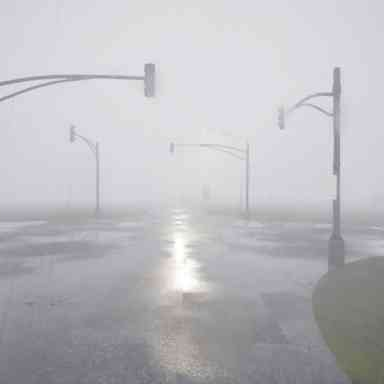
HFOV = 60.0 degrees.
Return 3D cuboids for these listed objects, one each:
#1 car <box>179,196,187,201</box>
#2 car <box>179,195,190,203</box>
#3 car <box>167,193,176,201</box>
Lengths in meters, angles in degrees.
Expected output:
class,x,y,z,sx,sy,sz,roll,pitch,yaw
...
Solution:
class,x,y,z,sx,sy,sz,roll,pitch,yaw
car,-2.159,1.559,79.858,1.895,1.301,4.718,0,0,-4
car,-1.565,1.384,69.784,2.097,1.767,4.553,0,0,-3
car,-4.548,1.013,73.879,2.097,1.767,4.553,0,0,-3
